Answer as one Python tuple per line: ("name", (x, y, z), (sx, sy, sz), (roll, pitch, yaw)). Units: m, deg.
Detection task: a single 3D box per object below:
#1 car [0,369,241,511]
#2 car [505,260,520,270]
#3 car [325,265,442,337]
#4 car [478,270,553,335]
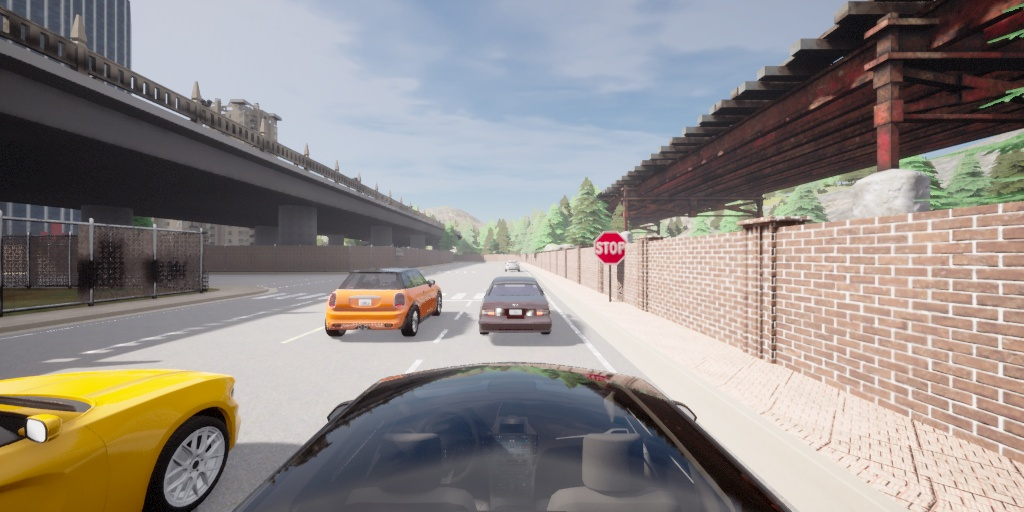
("car", (-3.398, 1.228, 1.213), (1.882, 1.535, 5.008), (0, 0, 0))
("car", (0.059, 1.276, 46.357), (1.812, 1.442, 4.674), (0, 0, -1))
("car", (-3.425, 1.102, 10.471), (2.097, 1.767, 4.553), (0, 0, 0))
("car", (0.077, 1.297, 10.494), (2.033, 1.411, 5.357), (0, 0, 0))
